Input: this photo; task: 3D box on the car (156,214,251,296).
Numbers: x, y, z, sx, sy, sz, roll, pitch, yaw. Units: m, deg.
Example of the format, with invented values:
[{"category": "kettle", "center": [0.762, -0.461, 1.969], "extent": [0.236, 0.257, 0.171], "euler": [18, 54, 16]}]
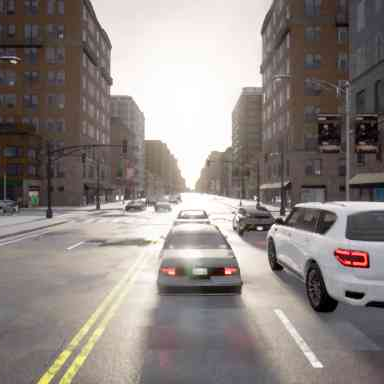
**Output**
[{"category": "car", "center": [0.082, 1.547, 8.786], "extent": [2.033, 1.411, 5.357], "euler": [0, 0, -2]}]

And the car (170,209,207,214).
[{"category": "car", "center": [0.072, 1.600, 18.435], "extent": [1.895, 1.301, 4.718], "euler": [0, 0, 2]}]

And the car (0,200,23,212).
[{"category": "car", "center": [-22.152, 1.577, 38.303], "extent": [4.313, 1.339, 1.947], "euler": [0, 0, 0]}]

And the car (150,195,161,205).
[{"category": "car", "center": [-6.630, 1.497, 54.648], "extent": [1.837, 1.490, 4.892], "euler": [0, 0, 0]}]

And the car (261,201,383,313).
[{"category": "car", "center": [3.348, 1.221, 7.802], "extent": [2.150, 2.045, 5.566], "euler": [0, 0, 0]}]

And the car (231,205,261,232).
[{"category": "car", "center": [3.338, 1.504, 18.464], "extent": [1.837, 1.490, 4.892], "euler": [0, 0, 1]}]

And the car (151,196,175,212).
[{"category": "car", "center": [-3.380, 1.530, 39.439], "extent": [1.812, 1.442, 4.674], "euler": [0, 0, 0]}]

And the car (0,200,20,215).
[{"category": "car", "center": [-19.735, 1.482, 32.805], "extent": [4.902, 1.511, 2.128], "euler": [0, 0, 0]}]

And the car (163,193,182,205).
[{"category": "car", "center": [-3.375, 1.481, 58.032], "extent": [2.128, 1.511, 4.902], "euler": [0, 0, 0]}]

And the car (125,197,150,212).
[{"category": "car", "center": [-6.626, 1.557, 39.616], "extent": [2.033, 1.411, 5.357], "euler": [0, 0, 0]}]
